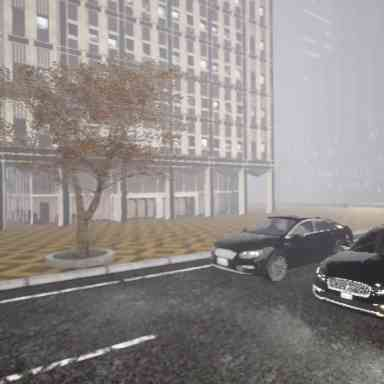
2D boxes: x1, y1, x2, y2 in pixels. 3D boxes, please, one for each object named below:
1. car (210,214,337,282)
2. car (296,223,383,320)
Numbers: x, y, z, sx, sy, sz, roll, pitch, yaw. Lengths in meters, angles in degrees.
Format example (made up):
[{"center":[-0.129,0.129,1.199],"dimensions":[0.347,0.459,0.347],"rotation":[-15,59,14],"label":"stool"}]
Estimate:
[{"center":[2.750,1.431,9.618],"dimensions":[4.902,1.511,2.128],"rotation":[-1,0,-35],"label":"car"},{"center":[4.528,1.445,6.894],"dimensions":[4.892,1.490,1.837],"rotation":[0,0,-35],"label":"car"}]
